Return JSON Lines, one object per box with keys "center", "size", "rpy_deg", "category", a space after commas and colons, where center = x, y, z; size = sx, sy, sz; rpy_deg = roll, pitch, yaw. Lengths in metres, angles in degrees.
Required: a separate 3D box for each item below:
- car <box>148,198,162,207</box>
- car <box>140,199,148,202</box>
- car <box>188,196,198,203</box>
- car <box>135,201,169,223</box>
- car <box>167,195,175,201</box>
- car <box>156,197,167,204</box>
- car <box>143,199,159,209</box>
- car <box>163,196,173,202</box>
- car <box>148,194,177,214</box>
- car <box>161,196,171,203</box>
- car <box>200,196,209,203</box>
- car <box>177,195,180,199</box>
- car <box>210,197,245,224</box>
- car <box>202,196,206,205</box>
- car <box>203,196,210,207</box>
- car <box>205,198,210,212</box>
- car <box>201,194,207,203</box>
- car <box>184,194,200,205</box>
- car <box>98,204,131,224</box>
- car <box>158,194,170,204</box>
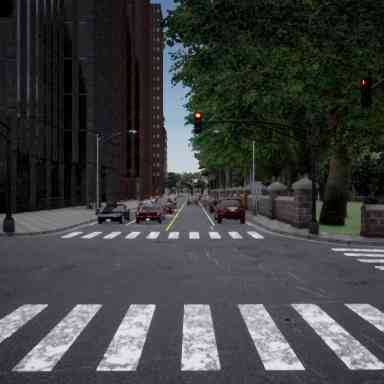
{"center": [-5.742, 1.623, 52.322], "size": [1.802, 1.307, 4.206], "rpy_deg": [0, 0, 0], "category": "car"}
{"center": [-5.747, 1.579, 41.408], "size": [2.008, 1.369, 4.403], "rpy_deg": [0, 0, 0], "category": "car"}
{"center": [0.129, 1.624, 69.776], "size": [1.994, 1.385, 4.181], "rpy_deg": [0, 0, 0], "category": "car"}
{"center": [-3.090, 1.612, 25.483], "size": [1.895, 1.301, 4.718], "rpy_deg": [0, 0, 0], "category": "car"}
{"center": [-5.728, 1.533, 90.522], "size": [1.967, 1.590, 4.097], "rpy_deg": [0, 0, 0], "category": "car"}
{"center": [-5.738, 1.635, 63.236], "size": [1.802, 1.307, 4.206], "rpy_deg": [0, 0, 0], "category": "car"}
{"center": [-5.744, 1.616, 46.865], "size": [1.802, 1.307, 4.206], "rpy_deg": [0, 0, 0], "category": "car"}
{"center": [-5.732, 1.620, 79.607], "size": [1.887, 1.381, 4.507], "rpy_deg": [0, 0, 0], "category": "car"}
{"center": [-3.085, 1.374, 35.475], "size": [2.097, 1.767, 4.553], "rpy_deg": [0, 0, 1], "category": "car"}
{"center": [-5.734, 1.611, 74.150], "size": [1.887, 1.381, 4.507], "rpy_deg": [0, 0, 0], "category": "car"}
{"center": [2.791, 1.592, 74.321], "size": [1.752, 1.417, 4.829], "rpy_deg": [0, 0, 0], "category": "car"}
{"center": [-3.072, 1.538, 45.709], "size": [1.837, 1.490, 4.892], "rpy_deg": [0, 0, 0], "category": "car"}
{"center": [2.772, 1.326, 25.043], "size": [2.192, 1.841, 5.009], "rpy_deg": [0, 0, 0], "category": "car"}
{"center": [2.781, 1.585, 46.869], "size": [2.008, 1.369, 4.403], "rpy_deg": [0, 0, 0], "category": "car"}
{"center": [2.779, 1.579, 41.412], "size": [2.008, 1.369, 4.403], "rpy_deg": [0, 0, 0], "category": "car"}
{"center": [2.777, 1.588, 35.955], "size": [1.947, 1.339, 4.313], "rpy_deg": [0, 0, 0], "category": "car"}
{"center": [2.783, 1.481, 52.325], "size": [1.967, 1.590, 4.097], "rpy_deg": [0, 0, 0], "category": "car"}
{"center": [0.120, 1.539, 58.349], "size": [2.128, 1.511, 4.902], "rpy_deg": [0, 0, 0], "category": "car"}
{"center": [-5.753, 1.576, 25.037], "size": [1.947, 1.339, 4.313], "rpy_deg": [0, 0, 0], "category": "car"}
{"center": [-5.736, 1.374, 68.694], "size": [2.192, 1.841, 5.009], "rpy_deg": [0, 0, 0], "category": "car"}
